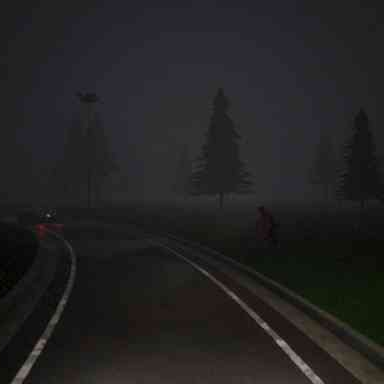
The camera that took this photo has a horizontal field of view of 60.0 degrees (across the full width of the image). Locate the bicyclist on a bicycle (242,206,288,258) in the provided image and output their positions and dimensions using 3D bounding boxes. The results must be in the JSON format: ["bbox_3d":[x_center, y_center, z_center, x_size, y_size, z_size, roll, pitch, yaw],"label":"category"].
[{"bbox_3d":[2.336,1.267,10.537,1.656,1.620,0.582,0,0,-17],"label":"bicyclist on a bicycle"}]

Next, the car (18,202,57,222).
[{"bbox_3d":[-12.365,1.559,26.593,1.812,1.442,4.674,0,0,-44],"label":"car"}]
